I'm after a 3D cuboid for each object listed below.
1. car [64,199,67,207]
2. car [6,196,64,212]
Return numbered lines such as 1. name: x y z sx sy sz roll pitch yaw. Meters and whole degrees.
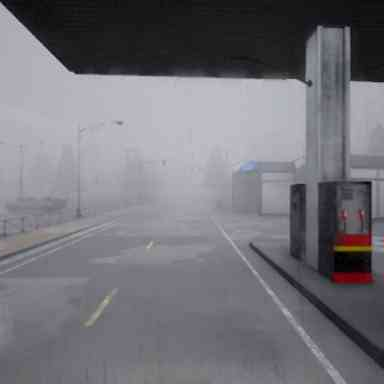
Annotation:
1. car: -16.516 1.287 37.565 4.514 1.523 2.007 0 0 -1
2. car: -16.444 1.282 34.428 5.027 1.636 2.152 0 0 -1
